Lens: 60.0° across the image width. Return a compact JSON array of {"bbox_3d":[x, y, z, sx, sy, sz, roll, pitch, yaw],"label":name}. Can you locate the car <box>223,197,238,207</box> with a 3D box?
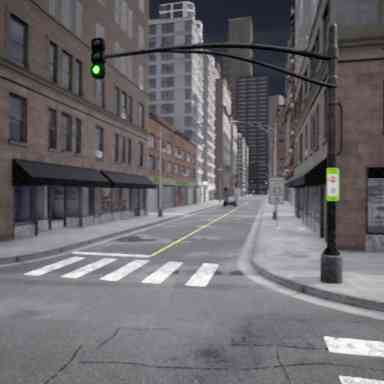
[{"bbox_3d":[5.953,1.455,51.125,1.882,1.535,5.008,0,0,13],"label":"car"}]
